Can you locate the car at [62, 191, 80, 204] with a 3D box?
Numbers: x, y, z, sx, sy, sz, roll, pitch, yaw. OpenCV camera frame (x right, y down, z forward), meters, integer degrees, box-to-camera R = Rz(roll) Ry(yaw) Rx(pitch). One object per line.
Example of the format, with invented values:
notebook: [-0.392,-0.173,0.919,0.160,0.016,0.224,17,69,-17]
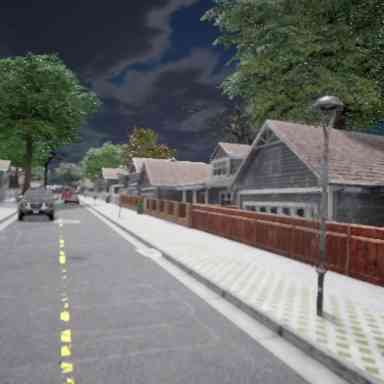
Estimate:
car: [-16.993,0.950,47.029,1.994,1.385,4.181,2,0,-22]

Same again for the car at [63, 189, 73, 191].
car: [-23.963,0.370,64.348,2.150,2.045,5.566,2,-1,-21]

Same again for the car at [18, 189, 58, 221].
car: [-10.649,0.816,23.146,2.150,2.045,5.566,2,0,-22]
